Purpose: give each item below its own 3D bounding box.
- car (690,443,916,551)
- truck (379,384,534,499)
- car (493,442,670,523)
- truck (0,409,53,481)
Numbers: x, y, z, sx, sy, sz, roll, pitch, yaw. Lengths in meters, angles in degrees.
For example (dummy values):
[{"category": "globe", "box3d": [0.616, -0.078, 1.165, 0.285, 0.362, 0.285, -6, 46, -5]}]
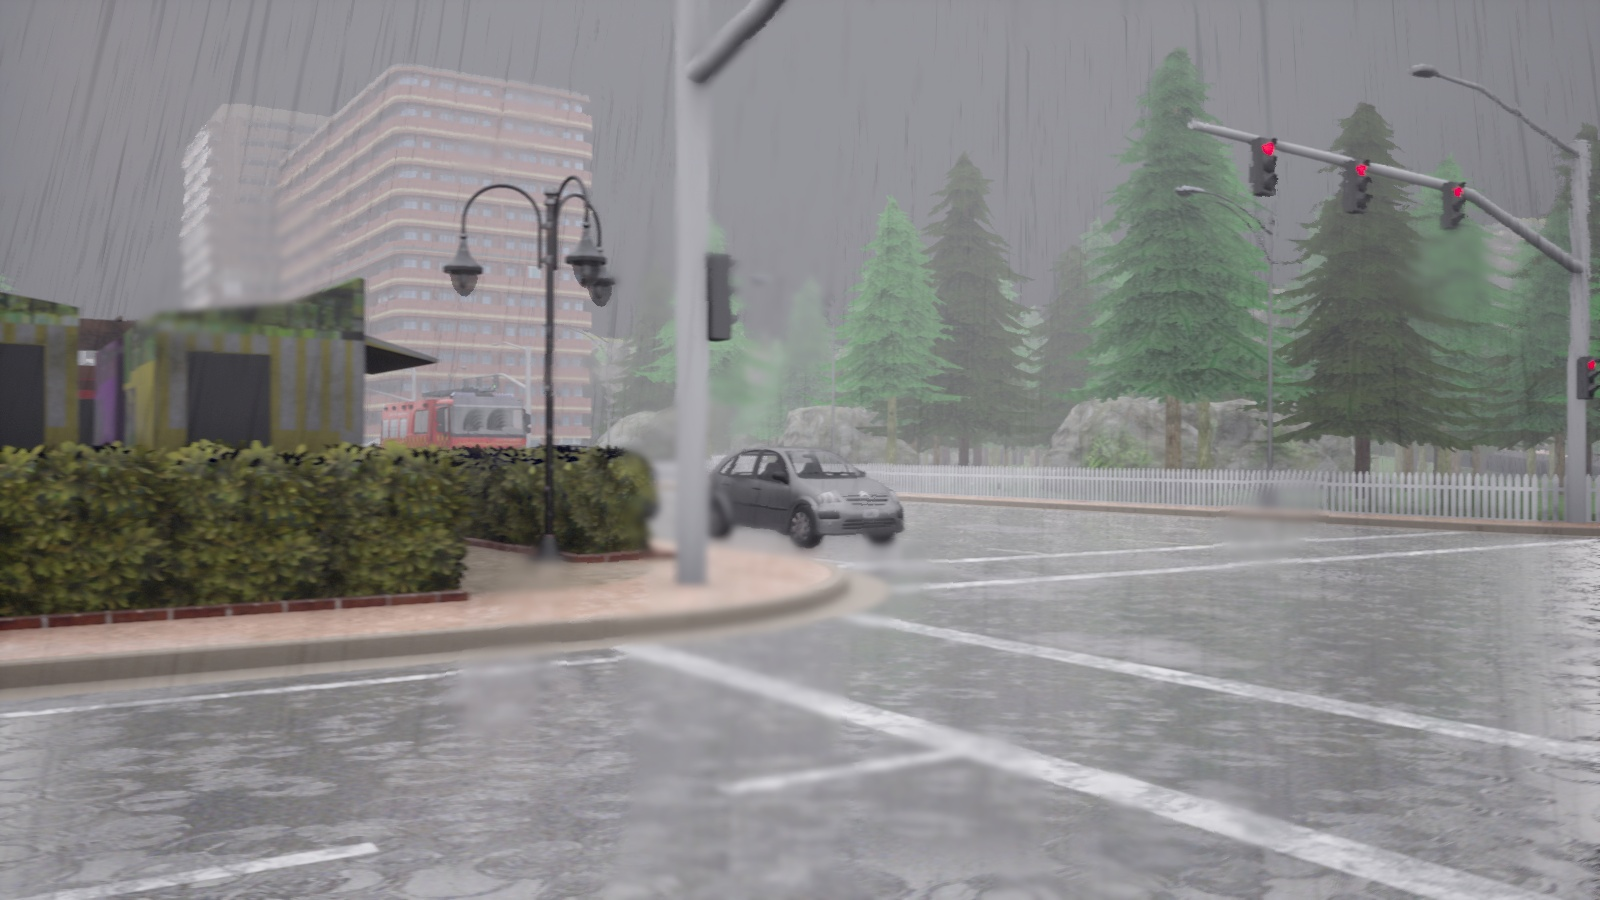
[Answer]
[{"category": "car", "box3d": [-0.051, 0.704, 20.985, 1.851, 1.617, 3.988, 0, 0, -34]}, {"category": "truck", "box3d": [-12.759, -0.279, 45.987, 2.891, 3.827, 8.468, 0, 0, -34]}, {"category": "car", "box3d": [-5.019, 0.673, 28.317, 2.242, 1.667, 4.611, 0, 0, -34]}, {"category": "truck", "box3d": [-44.764, -0.259, 66.762, 8.468, 3.827, 2.891, 0, 0, -35]}]
